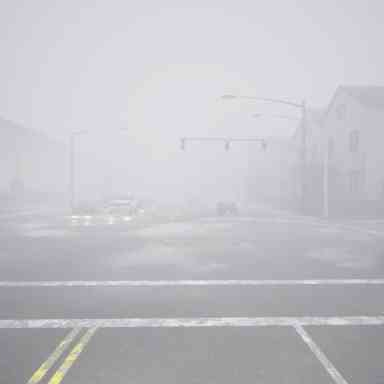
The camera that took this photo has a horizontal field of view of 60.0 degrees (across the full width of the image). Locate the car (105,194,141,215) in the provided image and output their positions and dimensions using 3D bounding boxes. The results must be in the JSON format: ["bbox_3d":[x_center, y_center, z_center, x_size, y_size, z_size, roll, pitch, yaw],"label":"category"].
[{"bbox_3d":[-7.070,1.221,34.691,2.150,2.045,5.566,0,0,0],"label":"car"}]

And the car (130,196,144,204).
[{"bbox_3d":[-10.488,1.525,63.248,1.812,1.442,4.674,0,0,1],"label":"car"}]

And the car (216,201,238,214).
[{"bbox_3d":[3.564,1.601,34.581,1.895,1.301,4.718,0,0,1],"label":"car"}]

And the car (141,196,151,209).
[{"bbox_3d":[-7.060,1.505,44.243,1.837,1.490,4.892,0,0,0],"label":"car"}]

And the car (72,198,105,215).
[{"bbox_3d":[-10.570,1.564,33.662,1.994,1.385,4.181,0,0,0],"label":"car"}]

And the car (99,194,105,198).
[{"bbox_3d":[-10.562,1.221,42.921,2.150,2.045,5.566,0,0,0],"label":"car"}]

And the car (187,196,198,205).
[{"bbox_3d":[0.052,1.491,58.646,2.128,1.511,4.902,0,0,0],"label":"car"}]

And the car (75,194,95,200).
[{"bbox_3d":[-28.890,1.452,89.760,2.038,1.542,4.974,0,0,29],"label":"car"}]

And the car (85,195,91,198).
[{"bbox_3d":[-28.105,1.452,84.393,2.038,1.542,4.974,0,0,-36],"label":"car"}]

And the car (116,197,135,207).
[{"bbox_3d":[-10.549,1.547,53.166,2.033,1.411,5.357,0,0,0],"label":"car"}]

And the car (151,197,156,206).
[{"bbox_3d":[-7.040,1.477,54.631,1.882,1.535,5.008,0,0,0],"label":"car"}]
